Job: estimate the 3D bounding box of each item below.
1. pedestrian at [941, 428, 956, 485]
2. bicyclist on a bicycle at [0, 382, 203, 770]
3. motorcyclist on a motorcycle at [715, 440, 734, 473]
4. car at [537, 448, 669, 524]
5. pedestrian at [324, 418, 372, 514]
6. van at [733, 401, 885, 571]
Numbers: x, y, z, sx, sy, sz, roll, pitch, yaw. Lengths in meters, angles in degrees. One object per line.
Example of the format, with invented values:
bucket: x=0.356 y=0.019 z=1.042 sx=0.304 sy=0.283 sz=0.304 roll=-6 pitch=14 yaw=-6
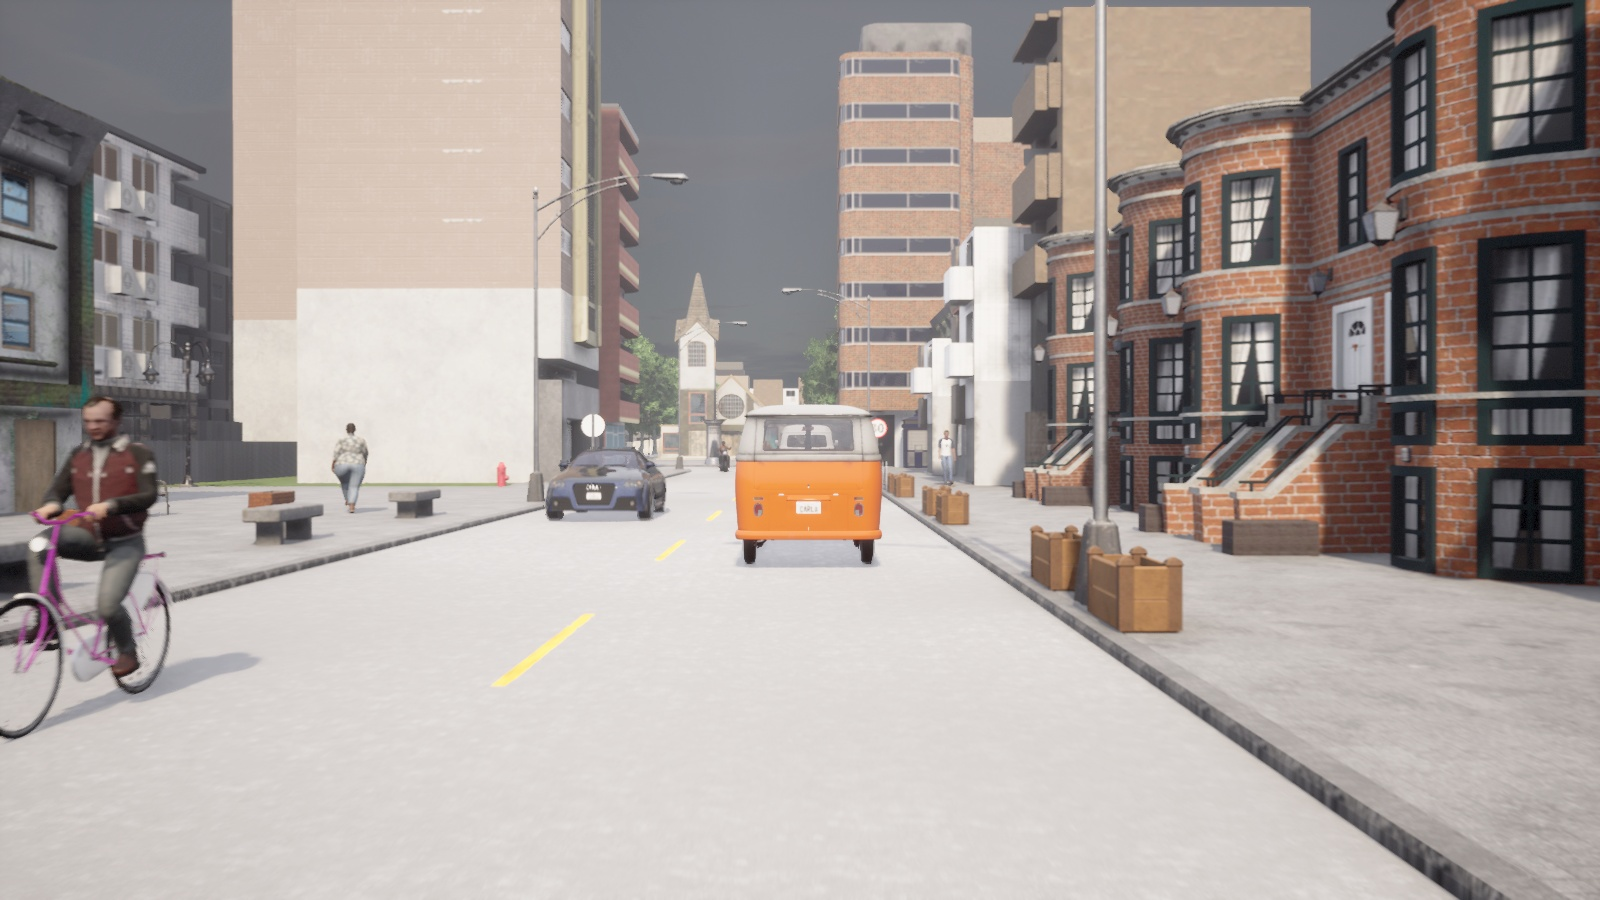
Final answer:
pedestrian: x=4.815 y=0.215 z=40.696 sx=0.354 sy=1.836 sz=0.706 roll=0 pitch=0 yaw=-5
bicyclist on a bicycle: x=-3.946 y=0.576 z=6.673 sx=0.659 sy=1.776 sz=1.843 roll=0 pitch=0 yaw=0
motorcyclist on a motorcycle: x=-3.873 y=0.331 z=64.451 sx=0.766 sy=1.649 sz=2.350 roll=-1 pitch=1 yaw=-9
car: x=-3.848 y=0.665 z=25.222 sx=1.994 sy=1.385 sz=4.181 roll=0 pitch=0 yaw=0
pedestrian: x=-8.989 y=0.308 z=25.025 sx=0.874 sy=1.855 sz=0.900 roll=0 pitch=0 yaw=-18
van: x=0.112 y=0.404 z=16.905 sx=1.775 sy=1.987 sz=4.442 roll=0 pitch=0 yaw=0
